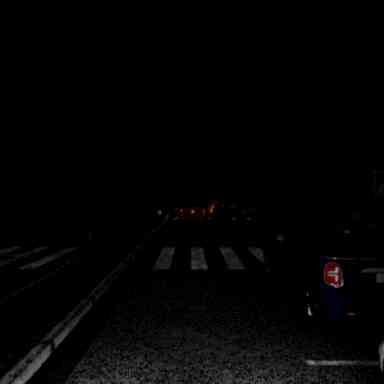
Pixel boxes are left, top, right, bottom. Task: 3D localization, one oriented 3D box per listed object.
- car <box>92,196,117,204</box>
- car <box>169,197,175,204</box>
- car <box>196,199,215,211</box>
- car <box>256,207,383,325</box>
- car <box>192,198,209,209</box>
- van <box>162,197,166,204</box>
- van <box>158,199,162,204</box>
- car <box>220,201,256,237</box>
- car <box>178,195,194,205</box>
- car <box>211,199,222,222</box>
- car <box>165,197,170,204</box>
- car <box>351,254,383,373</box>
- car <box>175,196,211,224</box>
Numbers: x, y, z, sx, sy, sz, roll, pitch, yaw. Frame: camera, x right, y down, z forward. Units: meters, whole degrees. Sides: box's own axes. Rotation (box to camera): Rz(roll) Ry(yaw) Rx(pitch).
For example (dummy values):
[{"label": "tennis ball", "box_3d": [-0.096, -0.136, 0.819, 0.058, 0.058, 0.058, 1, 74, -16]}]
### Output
[{"label": "car", "box_3d": [-22.090, 2.183, 85.533, 5.566, 2.045, 2.435, 0, -2, -15]}, {"label": "car", "box_3d": [-3.480, 2.180, 78.828, 2.002, 1.452, 4.674, 0, -1, -12]}, {"label": "car", "box_3d": [1.796, 1.707, 46.044, 2.163, 1.488, 4.792, 0, 0, -5]}, {"label": "car", "box_3d": [2.996, 1.360, 7.273, 2.185, 1.767, 4.553, 0, 0, 0]}, {"label": "car", "box_3d": [1.212, 1.758, 51.533, 2.002, 1.452, 4.674, 0, 0, -6]}, {"label": "van", "box_3d": [-6.134, 2.240, 89.727, 1.878, 1.987, 4.442, 0, -2, -14]}, {"label": "van", "box_3d": [-7.619, 2.435, 95.059, 1.878, 1.987, 4.442, 0, -2, -15]}, {"label": "car", "box_3d": [2.995, 1.498, 18.215, 2.231, 1.521, 4.892, 0, 0, 0]}, {"label": "car", "box_3d": [-1.257, 1.656, 68.017, 2.435, 2.045, 5.566, 0, -1, -10]}, {"label": "car", "box_3d": [2.873, 1.592, 29.281, 2.002, 1.452, 4.674, 0, 0, -1]}, {"label": "car", "box_3d": [-4.751, 2.330, 84.221, 2.002, 1.452, 4.674, 0, -2, -14]}, {"label": "car", "box_3d": [2.997, 1.522, 1.780, 2.002, 1.452, 4.674, 0, 0, 0]}, {"label": "car", "box_3d": [0.010, 1.393, 25.113, 2.097, 1.767, 4.553, 0, 0, -1]}]
